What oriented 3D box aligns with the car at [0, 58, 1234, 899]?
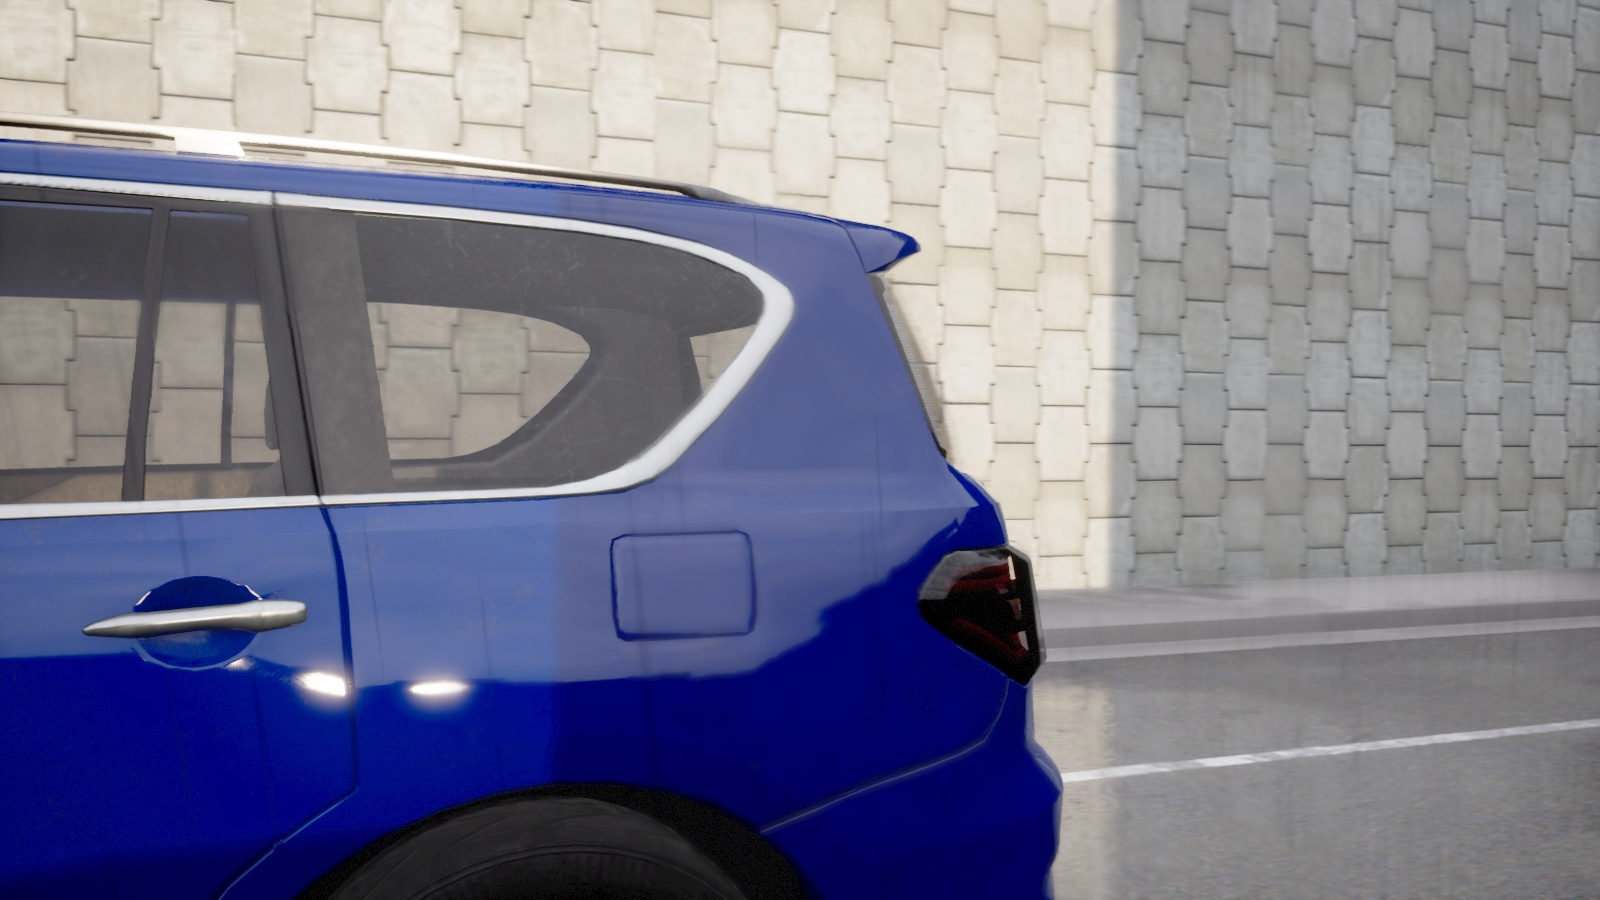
[{"bbox_3d":[-2.156,0.501,2.417,5.566,2.045,2.150,-1,1,-21],"label":"car"}]
